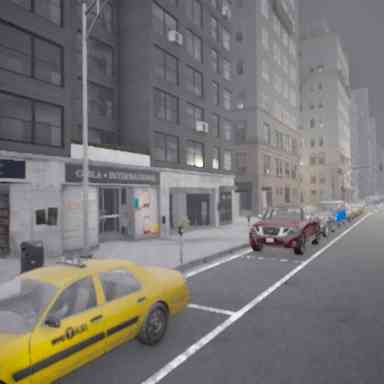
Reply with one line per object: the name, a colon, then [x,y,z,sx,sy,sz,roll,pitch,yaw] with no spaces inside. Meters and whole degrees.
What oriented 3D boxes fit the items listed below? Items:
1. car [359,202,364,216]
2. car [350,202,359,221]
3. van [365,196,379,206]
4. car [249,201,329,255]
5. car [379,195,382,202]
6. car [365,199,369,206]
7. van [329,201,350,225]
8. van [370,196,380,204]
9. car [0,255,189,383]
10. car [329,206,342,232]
car: [15.876,1.765,33.512,1.752,1.417,4.829,-1,-1,31]
car: [12.923,1.742,28.673,1.752,1.417,4.829,-1,-1,31]
van: [33.080,1.710,61.712,1.690,1.788,3.998,-1,-1,31]
car: [4.151,1.450,14.305,2.192,1.841,5.009,-1,-1,31]
car: [38.899,1.724,71.249,2.192,1.841,5.009,-1,-1,31]
car: [18.917,1.814,38.494,2.008,1.369,4.403,-1,-1,31]
van: [10.056,1.532,23.981,1.690,1.788,3.998,-1,-1,31]
van: [41.809,1.768,76.017,1.690,1.788,3.998,-1,-1,31]
car: [-1.840,1.602,4.480,1.752,1.417,4.829,-1,-1,31]
car: [7.106,1.714,19.140,2.008,1.369,4.403,-1,-1,31]
